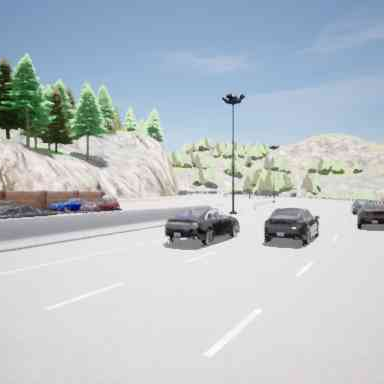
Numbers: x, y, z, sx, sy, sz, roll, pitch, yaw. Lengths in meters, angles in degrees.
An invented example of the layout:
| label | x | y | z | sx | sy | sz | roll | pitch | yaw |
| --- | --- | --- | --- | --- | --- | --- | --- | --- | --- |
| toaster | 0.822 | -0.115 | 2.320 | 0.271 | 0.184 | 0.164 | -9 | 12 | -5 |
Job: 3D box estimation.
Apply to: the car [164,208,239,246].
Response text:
| label | x | y | z | sx | sy | sz | roll | pitch | yaw |
| --- | --- | --- | --- | --- | --- | --- | --- | --- | --- |
| car | 0.613 | 1.488 | 15.450 | 2.128 | 1.511 | 4.902 | 0 | 0 | 30 |

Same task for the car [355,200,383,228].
| label | x | y | z | sx | sy | sz | roll | pitch | yaw |
| --- | --- | --- | --- | --- | --- | --- | --- | --- | --- |
| car | 11.847 | 1.501 | 21.755 | 1.837 | 1.490 | 4.892 | 0 | 0 | 26 |

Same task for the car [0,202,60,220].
| label | x | y | z | sx | sy | sz | roll | pitch | yaw |
| --- | --- | --- | --- | --- | --- | --- | --- | --- | --- |
| car | -10.107 | 1.501 | 18.294 | 1.837 | 1.490 | 4.892 | 0 | 0 | 30 |

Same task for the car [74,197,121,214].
| label | x | y | z | sx | sy | sz | roll | pitch | yaw |
| --- | --- | --- | --- | --- | --- | --- | --- | --- | --- |
| car | -9.429 | 1.345 | 34.442 | 2.097 | 1.767 | 4.553 | 0 | 0 | 26 |

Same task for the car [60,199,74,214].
| label | x | y | z | sx | sy | sz | roll | pitch | yaw |
| --- | --- | --- | --- | --- | --- | --- | --- | --- | --- |
| car | -12.814 | 1.470 | 35.443 | 1.882 | 1.535 | 5.008 | 0 | 0 | 26 |

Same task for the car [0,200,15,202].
| label | x | y | z | sx | sy | sz | roll | pitch | yaw |
| --- | --- | --- | --- | --- | --- | --- | --- | --- | --- |
| car | -12.876 | 1.348 | 20.508 | 2.097 | 1.767 | 4.553 | 0 | 0 | 30 |

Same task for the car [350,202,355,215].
| label | x | y | z | sx | sy | sz | roll | pitch | yaw |
| --- | --- | --- | --- | --- | --- | --- | --- | --- | --- |
| car | 17.422 | 1.541 | 34.075 | 2.033 | 1.411 | 5.357 | 0 | 0 | 22 |

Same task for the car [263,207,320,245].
| label | x | y | z | sx | sy | sz | roll | pitch | yaw |
| --- | --- | --- | --- | --- | --- | --- | --- | --- | --- |
| car | 4.819 | 1.500 | 15.815 | 1.837 | 1.490 | 4.892 | 0 | 0 | 29 |
